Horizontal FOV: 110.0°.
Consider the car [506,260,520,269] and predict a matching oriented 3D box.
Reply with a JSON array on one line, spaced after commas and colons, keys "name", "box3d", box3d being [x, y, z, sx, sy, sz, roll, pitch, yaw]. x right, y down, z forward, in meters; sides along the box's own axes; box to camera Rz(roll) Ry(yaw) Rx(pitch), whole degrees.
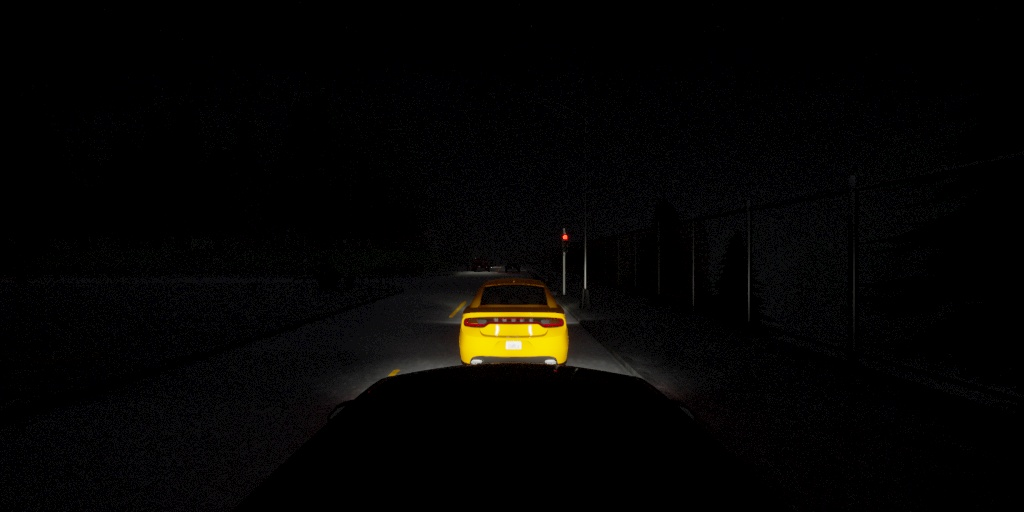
[{"name": "car", "box3d": [0.089, 1.275, 47.425, 1.812, 1.442, 4.674, 0, 0, 0]}]

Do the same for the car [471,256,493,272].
[{"name": "car", "box3d": [-4.095, 0.970, 47.453, 2.150, 2.045, 5.566, 0, 0, 0]}]

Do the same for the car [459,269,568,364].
[{"name": "car", "box3d": [0.047, 1.228, 8.009, 1.882, 1.535, 5.008, 0, 0, 0]}]

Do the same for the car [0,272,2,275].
[{"name": "car", "box3d": [-48.083, 1.297, 31.190, 5.357, 1.411, 2.033, 0, 0, 1]}]
